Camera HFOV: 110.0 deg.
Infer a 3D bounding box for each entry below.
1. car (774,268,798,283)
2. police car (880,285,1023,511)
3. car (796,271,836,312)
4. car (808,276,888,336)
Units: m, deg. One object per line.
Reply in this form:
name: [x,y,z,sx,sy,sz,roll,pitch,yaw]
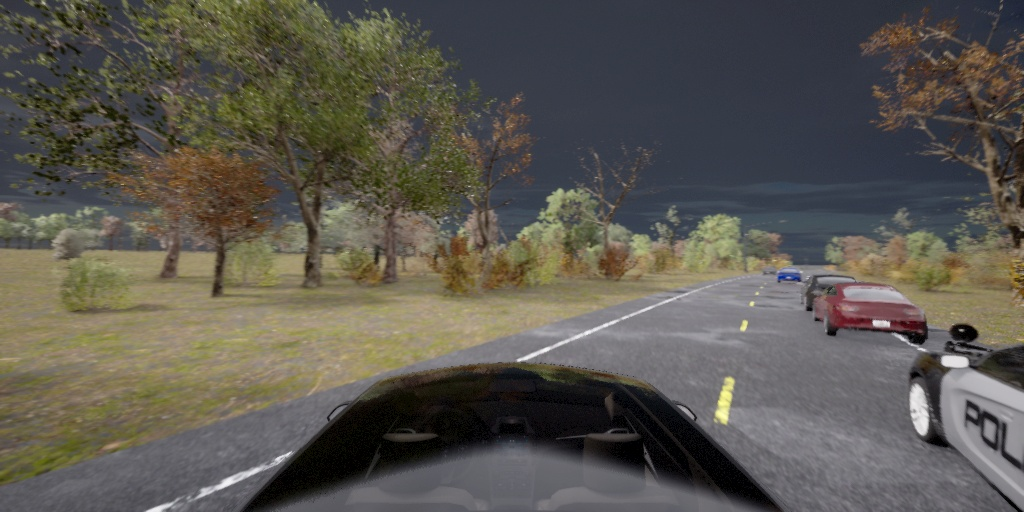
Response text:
car: [28.337,1.986,36.680,1.882,1.535,5.008,0,-1,38]
police car: [4.485,1.221,2.274,1.930,1.638,5.238,0,-1,34]
car: [13.526,1.547,15.251,1.837,1.490,4.892,0,-1,36]
car: [10.073,1.473,10.376,1.812,1.442,4.674,0,-1,35]
